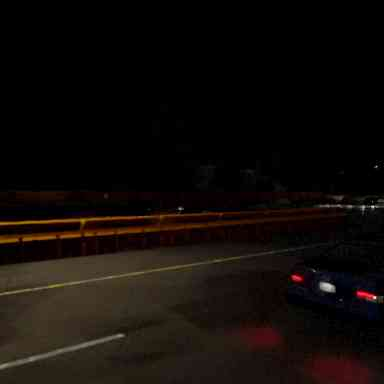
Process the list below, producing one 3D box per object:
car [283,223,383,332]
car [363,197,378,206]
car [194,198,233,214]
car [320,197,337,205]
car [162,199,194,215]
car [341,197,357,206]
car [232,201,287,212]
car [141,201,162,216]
[{"bbox_3d":[4.175,1.561,6.747,5.357,1.411,2.033,0,0,-36],"label":"car"},{"bbox_3d":[31.080,1.597,57.787,1.837,1.490,4.892,0,0,36],"label":"car"},{"bbox_3d":[2.917,1.532,28.043,4.902,1.511,2.128,0,0,-39],"label":"car"},{"bbox_3d":[25.484,1.641,61.957,2.033,1.411,5.357,0,0,36],"label":"car"},{"bbox_3d":[0.026,1.391,30.214,4.553,1.767,2.097,0,0,-39],"label":"car"},{"bbox_3d":[28.159,1.577,59.701,1.882,1.535,5.008,0,0,36],"label":"car"},{"bbox_3d":[5.571,1.565,25.684,4.674,1.442,1.812,0,0,-39],"label":"car"},{"bbox_3d":[-2.582,1.517,32.593,5.008,1.535,1.882,0,0,-39],"label":"car"}]
